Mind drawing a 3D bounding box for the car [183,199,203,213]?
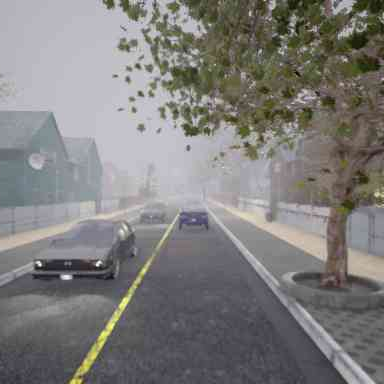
[{"bbox_3d":[0.110,1.548,37.649,2.033,1.411,5.357,0,0,0],"label":"car"}]

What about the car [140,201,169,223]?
[{"bbox_3d":[-2.841,1.509,25.721,1.837,1.490,4.892,0,0,0],"label":"car"}]

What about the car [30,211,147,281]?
[{"bbox_3d":[-2.843,1.551,10.189,2.033,1.411,5.357,0,0,0],"label":"car"}]

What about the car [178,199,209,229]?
[{"bbox_3d":[0.109,1.482,21.900,1.882,1.535,5.008,0,0,0],"label":"car"}]
